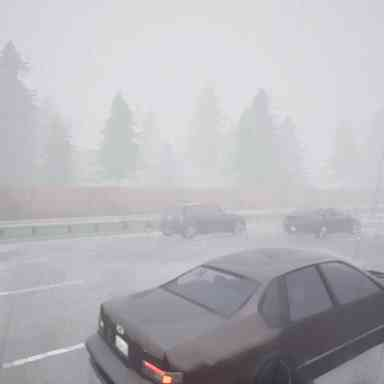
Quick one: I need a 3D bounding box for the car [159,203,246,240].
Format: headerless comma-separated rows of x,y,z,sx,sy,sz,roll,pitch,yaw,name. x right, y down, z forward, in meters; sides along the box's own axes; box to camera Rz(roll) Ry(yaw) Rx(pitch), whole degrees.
0.662,1.350,17.120,4.553,1.767,2.097,0,0,-36,car

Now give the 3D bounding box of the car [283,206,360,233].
6.781,1.503,17.189,4.892,1.490,1.837,0,0,-36,car

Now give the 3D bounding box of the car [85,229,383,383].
1.359,1.547,4.719,5.357,1.411,2.033,0,0,-36,car
